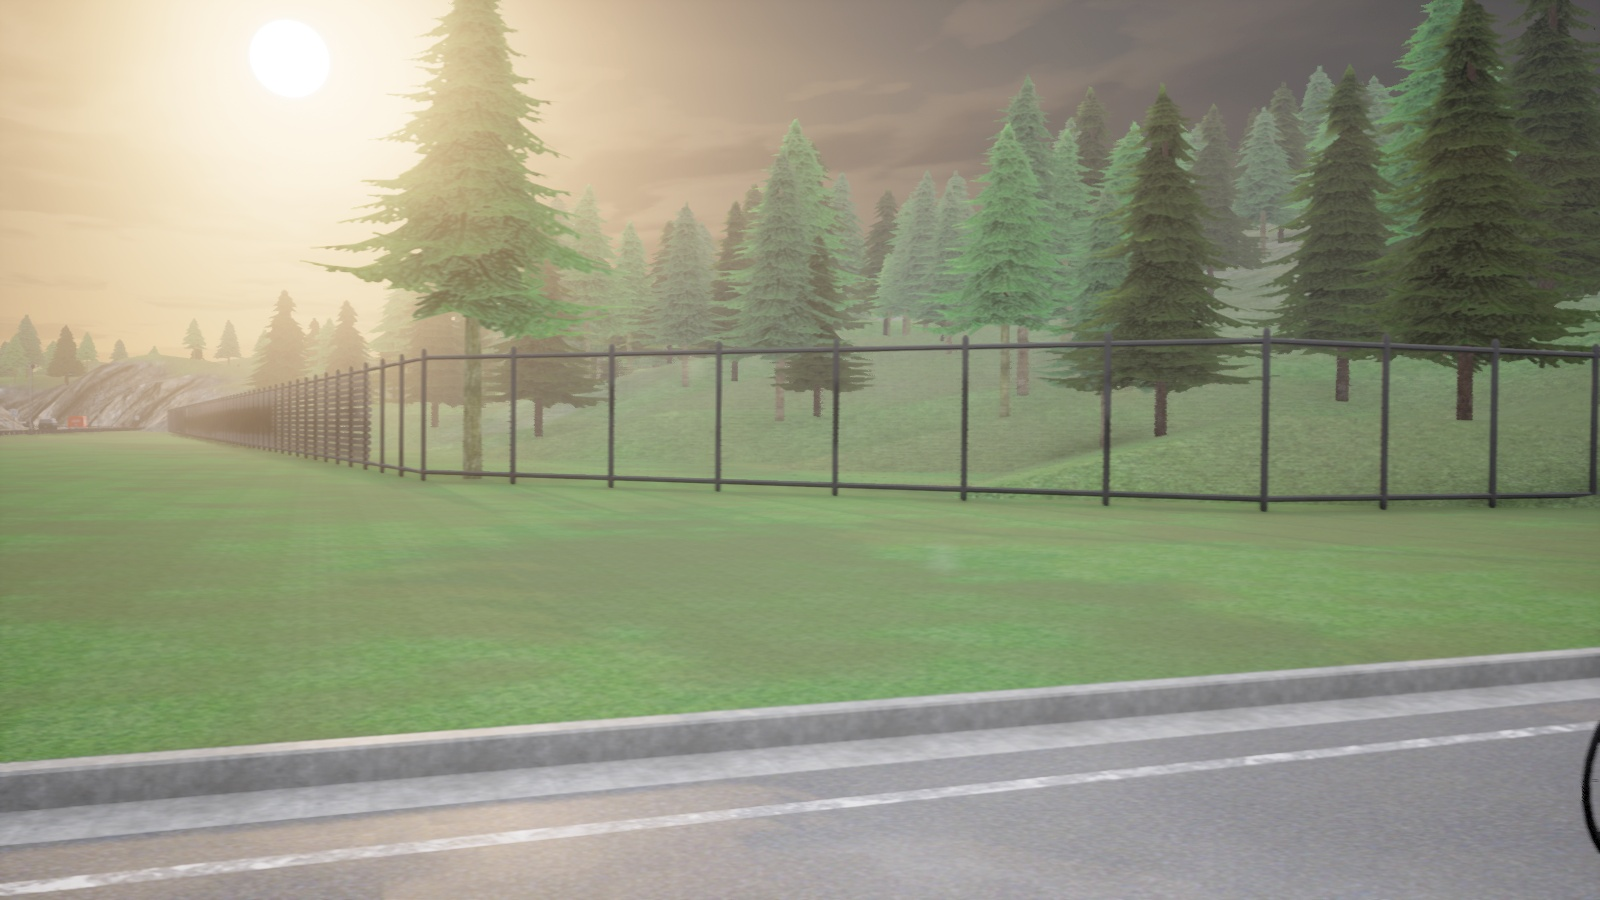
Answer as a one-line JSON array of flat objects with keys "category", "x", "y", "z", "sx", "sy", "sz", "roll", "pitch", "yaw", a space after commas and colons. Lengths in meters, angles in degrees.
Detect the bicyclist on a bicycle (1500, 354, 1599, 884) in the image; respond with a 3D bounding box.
[{"category": "bicyclist on a bicycle", "x": 3.517, "y": 0.556, "z": 4.573, "sx": 1.843, "sy": 1.776, "sz": 0.659, "roll": -1, "pitch": 1, "yaw": -21}]
